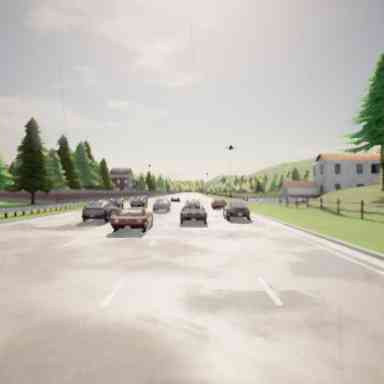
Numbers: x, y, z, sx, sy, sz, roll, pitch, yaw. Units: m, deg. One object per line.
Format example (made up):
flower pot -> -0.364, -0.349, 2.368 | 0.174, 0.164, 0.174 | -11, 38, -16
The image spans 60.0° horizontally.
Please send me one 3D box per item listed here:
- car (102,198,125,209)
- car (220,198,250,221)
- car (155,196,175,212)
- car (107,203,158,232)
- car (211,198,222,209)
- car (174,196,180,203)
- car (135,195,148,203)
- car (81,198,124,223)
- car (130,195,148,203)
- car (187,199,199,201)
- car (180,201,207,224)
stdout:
car -> -10.392, 1.523, 44.289 | 1.994, 1.385, 4.181 | 0, 0, 0
car -> 3.591, 1.499, 27.160 | 1.812, 1.442, 4.674 | 0, 0, 0
car -> -3.393, 1.511, 37.947 | 2.033, 1.411, 5.357 | 0, 0, 0
car -> -3.397, 1.582, 19.823 | 1.895, 1.301, 4.718 | 0, 0, 0
car -> 3.608, 1.521, 44.279 | 1.994, 1.385, 4.181 | 0, 0, 0
car -> -3.487, 1.490, 68.854 | 1.994, 1.385, 4.181 | 0, 0, 0
car -> -10.487, 1.460, 69.272 | 2.128, 1.511, 4.902 | 0, 0, 0
car -> -6.895, 1.468, 25.375 | 2.128, 1.511, 4.902 | 0, 0, 0
car -> -6.893, 1.451, 43.455 | 2.128, 1.511, 4.902 | 0, 0, 0
car -> 0.109, 1.560, 41.983 | 1.895, 1.301, 4.718 | 0, 0, 0
car -> 0.104, 1.577, 24.679 | 1.895, 1.301, 4.718 | 0, 0, 0
